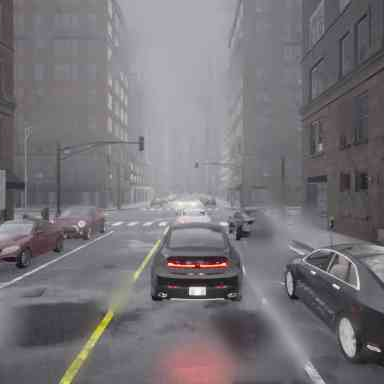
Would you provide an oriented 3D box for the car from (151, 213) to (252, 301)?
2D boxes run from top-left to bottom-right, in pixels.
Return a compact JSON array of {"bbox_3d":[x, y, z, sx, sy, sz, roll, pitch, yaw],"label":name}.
[{"bbox_3d":[0.098,1.505,8.301,1.837,1.490,4.892,0,0,0],"label":"car"}]

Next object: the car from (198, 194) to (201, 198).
[{"bbox_3d":[2.932,1.523,75.362,1.967,1.590,4.097,0,0,0],"label":"car"}]

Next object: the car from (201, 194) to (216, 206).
[{"bbox_3d":[2.892,1.475,53.727,1.967,1.590,4.097,0,0,0],"label":"car"}]

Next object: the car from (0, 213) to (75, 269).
[{"bbox_3d":[-5.670,1.582,11.136,1.802,1.307,4.206,0,0,0],"label":"car"}]

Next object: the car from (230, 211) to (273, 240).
[{"bbox_3d":[2.856,1.566,16.636,1.947,1.339,4.313,0,0,0],"label":"car"}]

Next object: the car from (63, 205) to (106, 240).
[{"bbox_3d":[-5.669,1.440,16.637,1.967,1.590,4.097,0,0,0],"label":"car"}]

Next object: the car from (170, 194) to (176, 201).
[{"bbox_3d":[-5.582,1.625,80.613,1.752,1.417,4.829,0,0,0],"label":"car"}]

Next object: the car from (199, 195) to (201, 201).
[{"bbox_3d":[2.913,1.606,64.544,2.008,1.369,4.403,0,0,0],"label":"car"}]

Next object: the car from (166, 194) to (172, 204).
[{"bbox_3d":[-5.612,1.606,64.557,2.008,1.369,4.403,0,0,0],"label":"car"}]

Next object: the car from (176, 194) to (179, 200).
[{"bbox_3d":[-5.563,1.456,91.600,2.192,1.841,5.009,0,0,0],"label":"car"}]

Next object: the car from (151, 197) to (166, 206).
[{"bbox_3d":[-5.632,1.617,53.740,1.802,1.307,4.206,0,0,0],"label":"car"}]

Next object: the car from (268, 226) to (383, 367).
[{"bbox_3d":[2.856,1.550,5.634,2.008,1.369,4.403,0,0,0],"label":"car"}]

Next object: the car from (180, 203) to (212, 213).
[{"bbox_3d":[0.083,1.526,17.449,1.812,1.442,4.674,0,0,-1],"label":"car"}]
